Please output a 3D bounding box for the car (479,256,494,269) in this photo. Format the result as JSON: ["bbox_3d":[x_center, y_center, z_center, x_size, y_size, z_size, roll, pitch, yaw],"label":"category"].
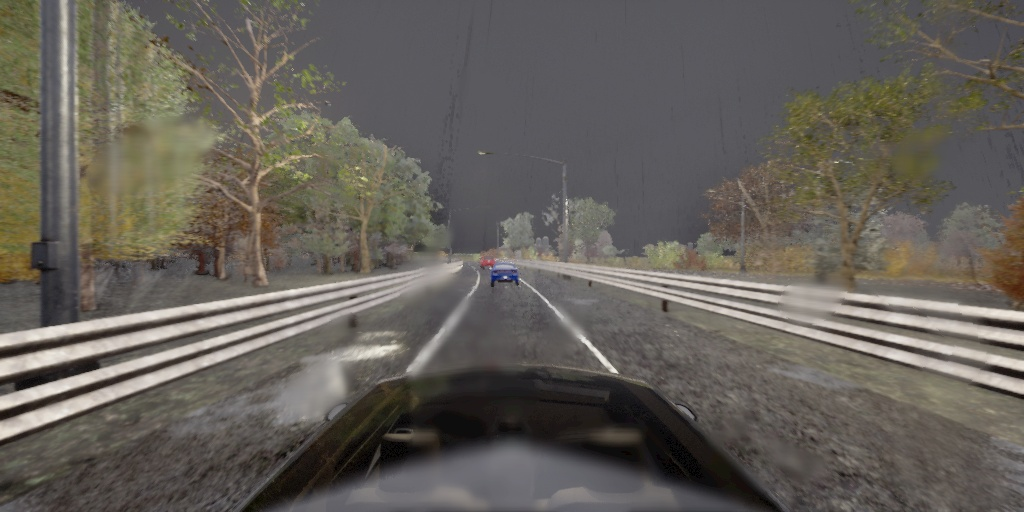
[{"bbox_3d":[-3.961,0.957,57.502,2.150,2.045,5.566,0,0,-9],"label":"car"}]

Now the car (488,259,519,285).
[{"bbox_3d":[-0.617,1.235,26.008,1.882,1.535,5.008,0,0,-4],"label":"car"}]
